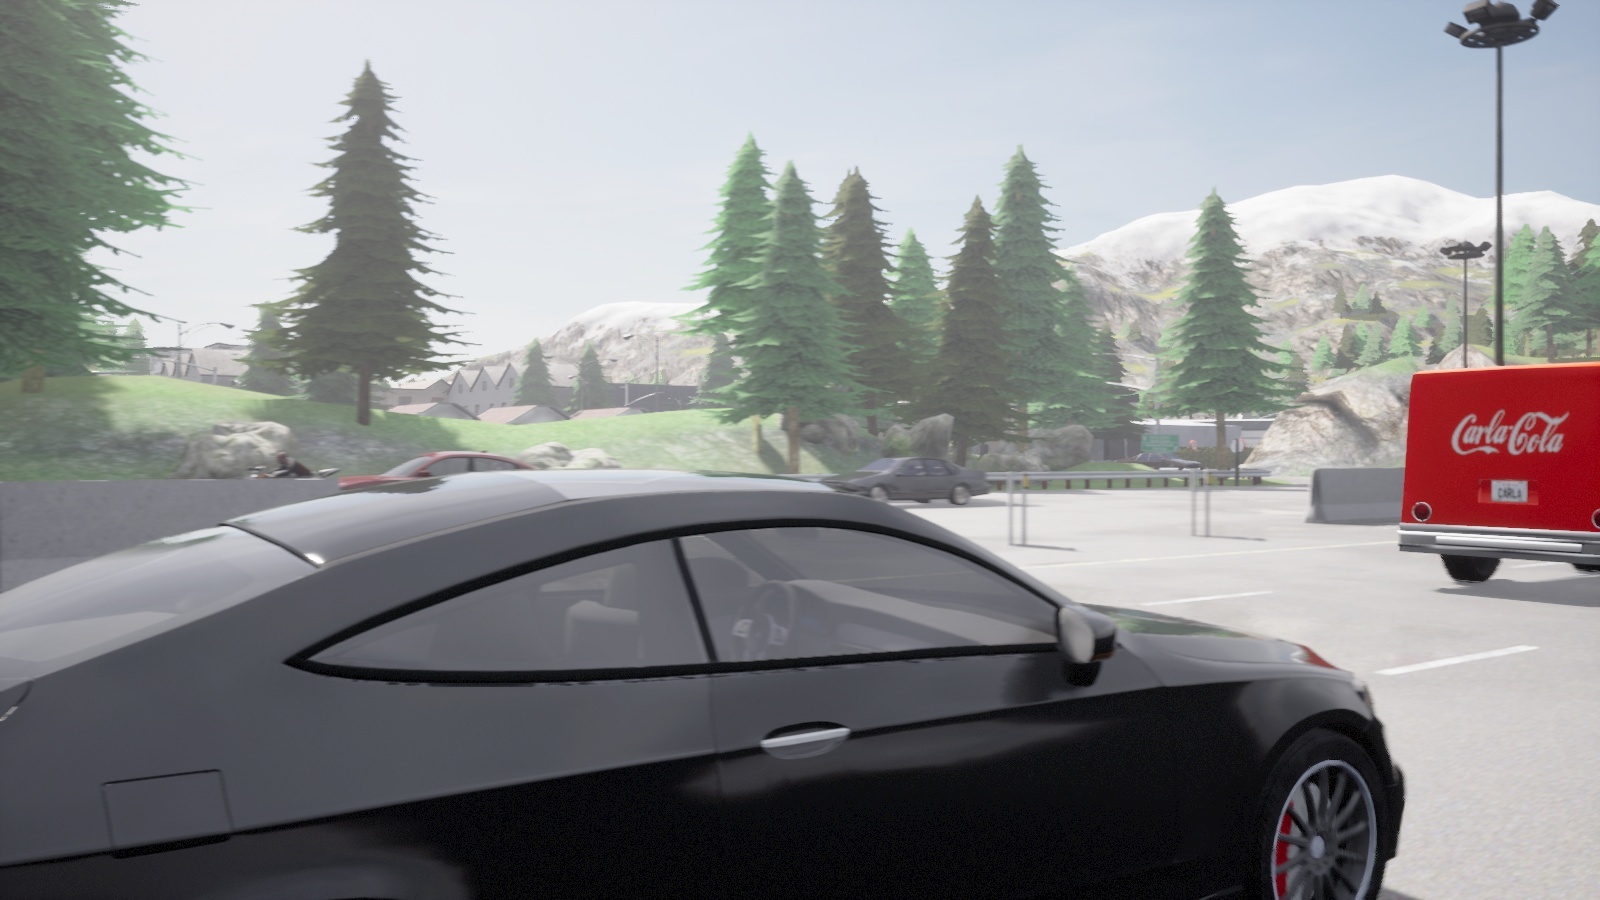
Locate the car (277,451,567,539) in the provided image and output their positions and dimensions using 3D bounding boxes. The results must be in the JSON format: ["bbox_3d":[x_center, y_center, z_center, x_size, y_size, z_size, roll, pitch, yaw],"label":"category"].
[{"bbox_3d":[-7.218,0.798,24.221,5.008,1.535,1.882,0,0,-35],"label":"car"}]

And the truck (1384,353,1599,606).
[{"bbox_3d":[9.439,0.279,14.494,5.204,2.467,2.627,0,0,-35],"label":"truck"}]

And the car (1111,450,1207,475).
[{"bbox_3d":[21.234,0.741,74.482,2.033,1.411,5.357,0,0,-35],"label":"car"}]

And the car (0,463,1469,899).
[{"bbox_3d":[-0.277,0.780,3.472,4.674,1.442,1.812,0,0,-35],"label":"car"}]

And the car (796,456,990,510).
[{"bbox_3d":[2.677,0.875,35.369,5.357,1.411,2.033,0,0,-35],"label":"car"}]

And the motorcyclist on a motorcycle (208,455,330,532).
[{"bbox_3d":[-10.942,0.867,25.893,2.191,1.530,0.866,0,0,-35],"label":"motorcyclist on a motorcycle"}]
